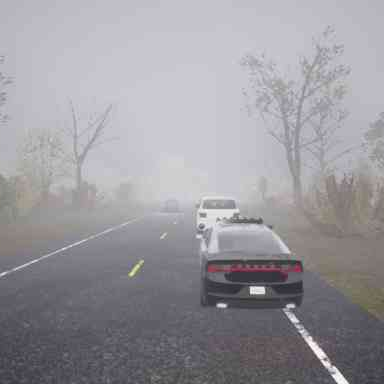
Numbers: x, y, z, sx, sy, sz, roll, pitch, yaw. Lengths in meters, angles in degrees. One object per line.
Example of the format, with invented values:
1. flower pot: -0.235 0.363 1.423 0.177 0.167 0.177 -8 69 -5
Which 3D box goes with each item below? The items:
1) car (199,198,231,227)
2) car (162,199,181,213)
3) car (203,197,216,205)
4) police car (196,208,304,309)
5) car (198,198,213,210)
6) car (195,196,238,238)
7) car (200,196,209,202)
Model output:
1. car: 1.582 1.366 23.880 2.097 1.767 4.553 0 0 2
2. car: -2.294 1.553 38.114 1.837 1.490 4.892 0 0 4
3. car: 3.376 1.709 63.435 2.033 1.411 5.357 0 0 6
4. police car: 1.127 1.428 8.097 1.930 1.638 5.238 0 0 1
5. car: 1.927 1.584 46.354 1.837 1.490 4.892 0 0 5
6. car: 1.366 1.233 17.970 2.150 2.045 5.566 0 0 2
7. car: 3.434 1.858 91.033 2.033 1.411 5.357 0 0 8
